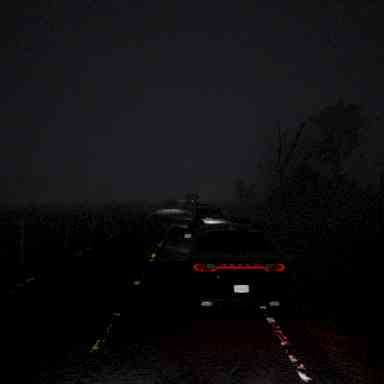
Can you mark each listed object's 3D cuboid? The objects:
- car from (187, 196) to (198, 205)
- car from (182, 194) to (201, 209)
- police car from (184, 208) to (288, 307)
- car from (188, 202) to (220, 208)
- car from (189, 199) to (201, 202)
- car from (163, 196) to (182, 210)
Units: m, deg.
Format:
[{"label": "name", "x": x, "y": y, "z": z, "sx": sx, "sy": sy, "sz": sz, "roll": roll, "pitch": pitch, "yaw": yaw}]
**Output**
[{"label": "car", "x": 0.081, "y": 1.534, "z": 60.583, "sx": 1.882, "sy": 1.535, "sz": 5.008, "roll": 0, "pitch": 0, "yaw": 0}, {"label": "car", "x": 0.099, "y": 1.250, "z": 45.969, "sx": 2.150, "sy": 2.045, "sz": 5.566, "roll": 0, "pitch": 0, "yaw": 1}, {"label": "police car", "x": 0.837, "y": 1.426, "z": 8.186, "sx": 1.930, "sy": 1.638, "sz": 5.238, "roll": 0, "pitch": 0, "yaw": 0}, {"label": "car", "x": 0.850, "y": 1.508, "z": 18.076, "sx": 1.837, "sy": 1.490, "sz": 4.892, "roll": 0, "pitch": 0, "yaw": 0}, {"label": "car", "x": 0.858, "y": 1.511, "z": 24.076, "sx": 1.837, "sy": 1.490, "sz": 4.892, "roll": 0, "pitch": 0, "yaw": 0}, {"label": "car", "x": -2.691, "y": 1.589, "z": 43.681, "sx": 1.994, "sy": 1.385, "sz": 4.181, "roll": 0, "pitch": 0, "yaw": 0}]
